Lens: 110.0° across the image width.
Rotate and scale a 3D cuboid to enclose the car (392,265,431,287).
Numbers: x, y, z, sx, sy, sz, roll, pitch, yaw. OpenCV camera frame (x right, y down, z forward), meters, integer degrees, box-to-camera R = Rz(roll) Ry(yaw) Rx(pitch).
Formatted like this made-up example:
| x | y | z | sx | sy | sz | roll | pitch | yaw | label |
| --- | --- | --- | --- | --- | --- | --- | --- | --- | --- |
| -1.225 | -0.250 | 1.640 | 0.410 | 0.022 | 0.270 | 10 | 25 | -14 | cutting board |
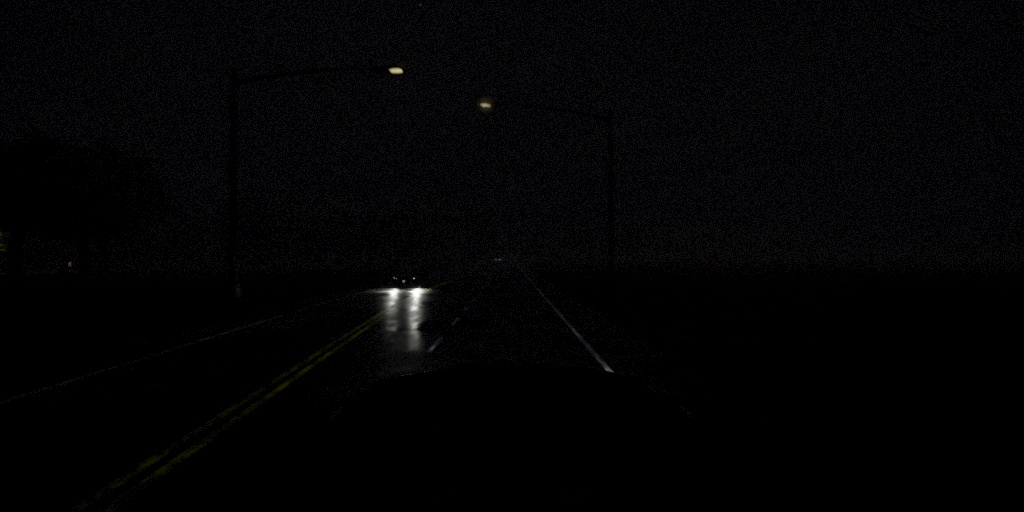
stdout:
| x | y | z | sx | sy | sz | roll | pitch | yaw | label |
| --- | --- | --- | --- | --- | --- | --- | --- | --- | --- |
| -7.185 | 1.414 | 26.075 | 1.837 | 1.490 | 4.892 | 0 | 0 | -1 | car |
